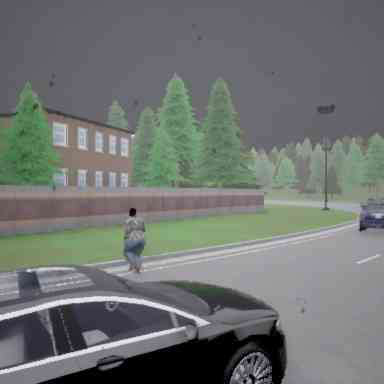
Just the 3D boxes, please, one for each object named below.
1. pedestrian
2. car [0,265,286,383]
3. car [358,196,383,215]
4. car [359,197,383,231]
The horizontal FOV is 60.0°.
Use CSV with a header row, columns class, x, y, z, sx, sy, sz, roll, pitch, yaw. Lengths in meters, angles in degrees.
class,x,y,z,sx,sy,sz,roll,pitch,yaw
pedestrian,-1.589,1.295,9.113,0.375,1.860,0.375,0,0,-38
car,-1.145,1.492,3.126,4.902,1.511,2.128,0,0,-36
car,19.446,1.361,35.404,2.097,1.767,4.553,0,0,13
car,11.487,1.358,19.586,2.097,1.767,4.553,0,0,41
